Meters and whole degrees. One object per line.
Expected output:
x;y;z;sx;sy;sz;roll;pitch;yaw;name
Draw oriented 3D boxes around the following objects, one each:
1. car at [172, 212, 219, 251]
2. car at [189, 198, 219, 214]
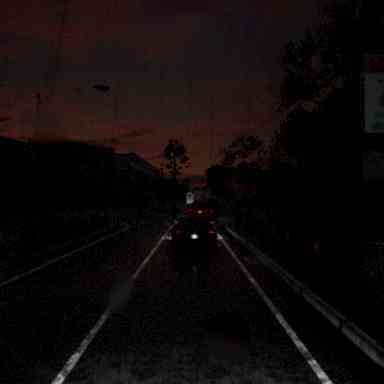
0.102;1.832;15.538;1.994;1.385;4.181;0;-1;0;car
1.131;1.789;30.427;2.150;2.045;5.566;0;-1;10;car
